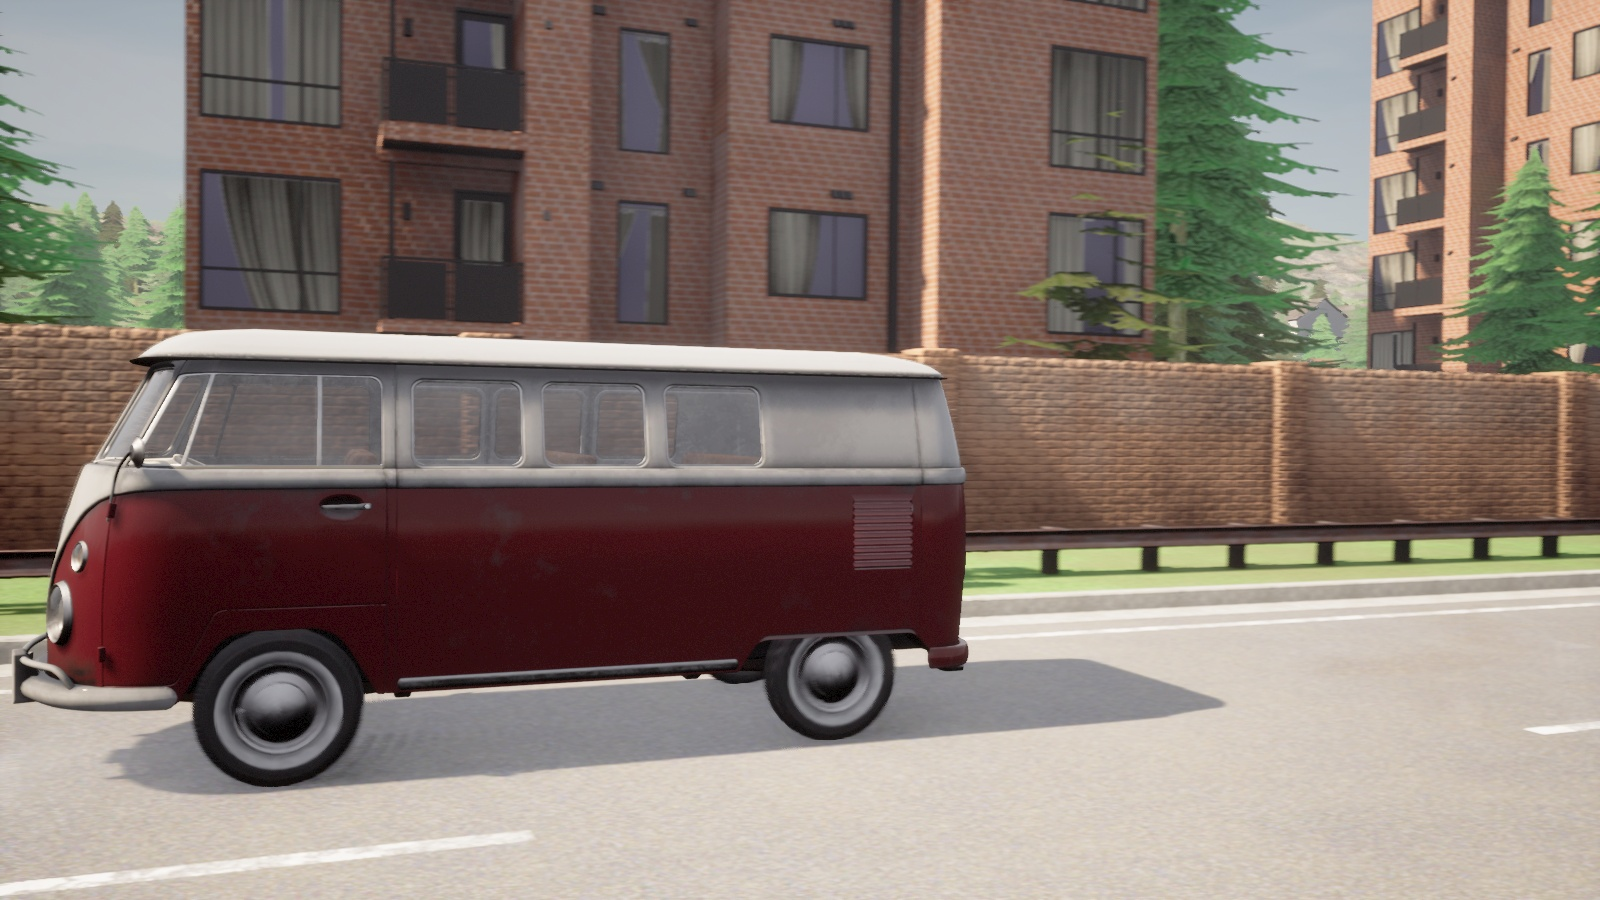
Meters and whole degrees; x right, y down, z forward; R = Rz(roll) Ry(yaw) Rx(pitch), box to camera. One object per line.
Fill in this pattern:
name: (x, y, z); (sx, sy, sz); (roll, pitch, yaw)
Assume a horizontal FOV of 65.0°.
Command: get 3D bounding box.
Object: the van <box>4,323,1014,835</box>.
van: (-1.302, 0.459, 6.485); (4.442, 1.987, 1.775); (-1, 1, -21)
